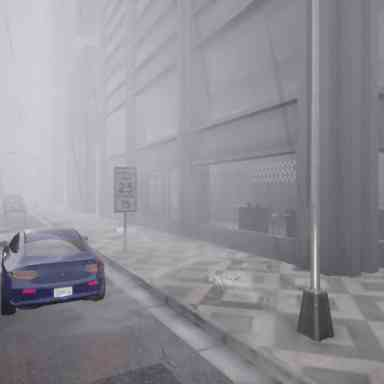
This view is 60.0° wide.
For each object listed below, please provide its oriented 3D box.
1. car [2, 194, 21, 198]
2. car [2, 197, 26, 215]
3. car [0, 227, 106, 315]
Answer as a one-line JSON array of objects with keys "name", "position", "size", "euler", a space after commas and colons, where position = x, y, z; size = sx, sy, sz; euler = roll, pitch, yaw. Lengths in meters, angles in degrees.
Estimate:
[{"name": "car", "position": [-23.089, 1.236, 42.900], "size": [2.150, 2.045, 5.566], "euler": [0, 0, -29]}, {"name": "car", "position": [-17.925, 1.558, 33.791], "size": [2.033, 1.411, 5.357], "euler": [0, 0, -29]}, {"name": "car", "position": [-3.307, 1.527, 7.641], "size": [1.812, 1.442, 4.674], "euler": [0, 0, -29]}]
